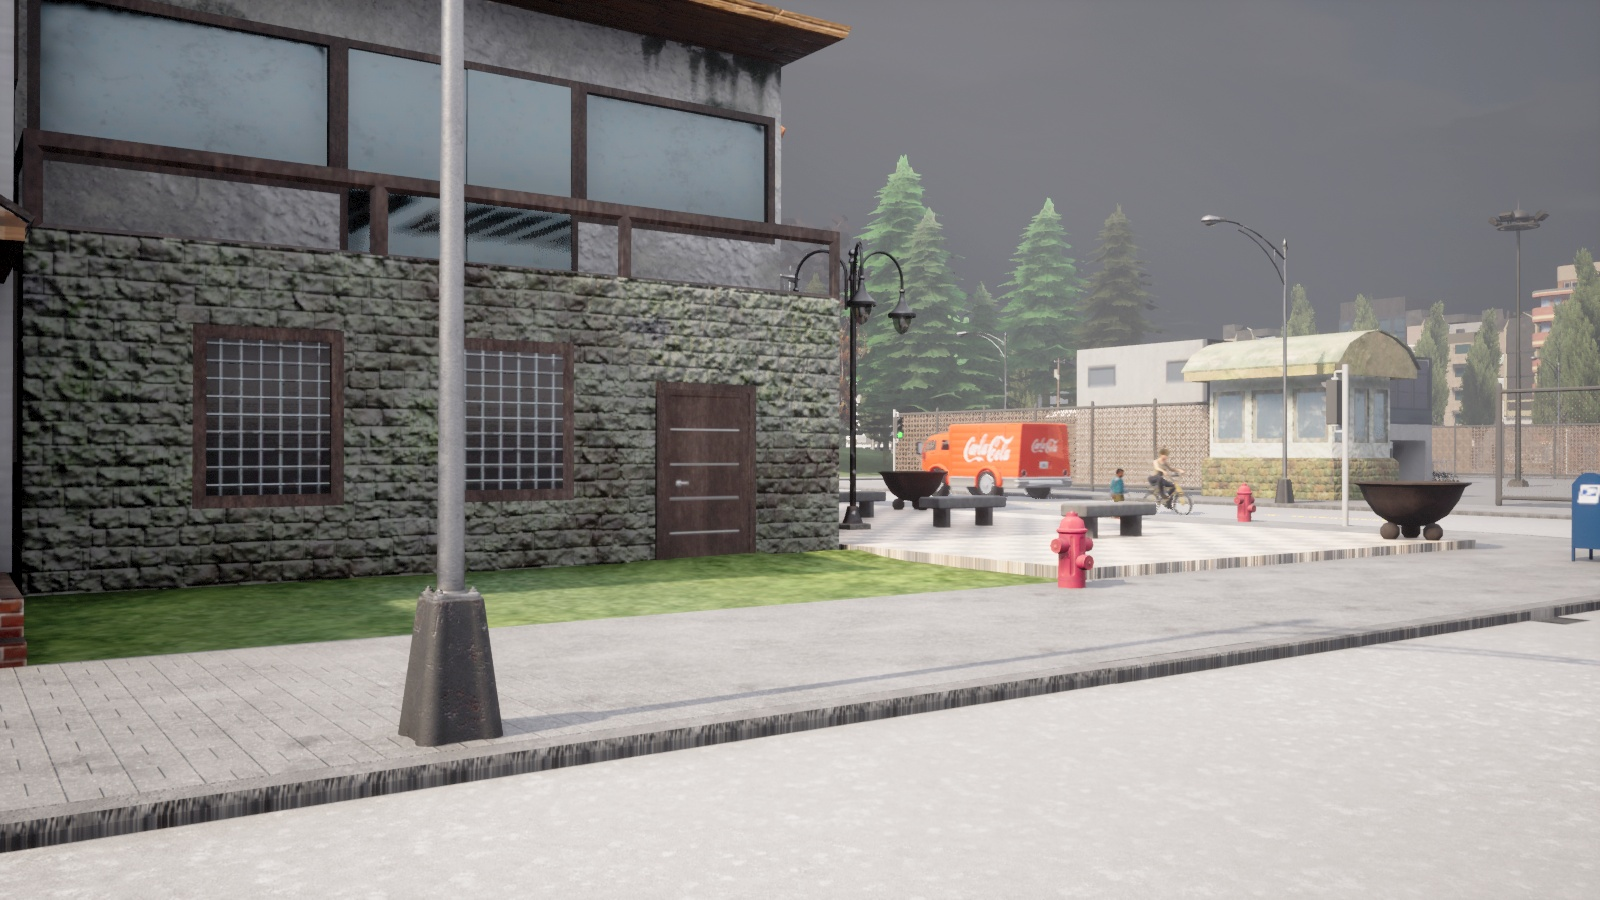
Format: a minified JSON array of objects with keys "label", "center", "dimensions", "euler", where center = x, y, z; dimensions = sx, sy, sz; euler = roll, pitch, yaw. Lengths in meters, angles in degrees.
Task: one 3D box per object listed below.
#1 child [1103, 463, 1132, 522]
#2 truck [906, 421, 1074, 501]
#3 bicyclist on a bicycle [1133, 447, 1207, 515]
[{"label":"child","center":[6.571,0.877,25.982],"dimensions":[0.343,1.192,0.448],"euler":[0,0,-42]},{"label":"truck","center":[6.205,0.344,41.570],"dimensions":[2.627,2.467,5.204],"euler":[0,0,-35]},{"label":"bicyclist on a bicycle","center":[8.998,0.737,30.551],"dimensions":[0.866,1.612,1.509],"euler":[0,0,-35]}]
